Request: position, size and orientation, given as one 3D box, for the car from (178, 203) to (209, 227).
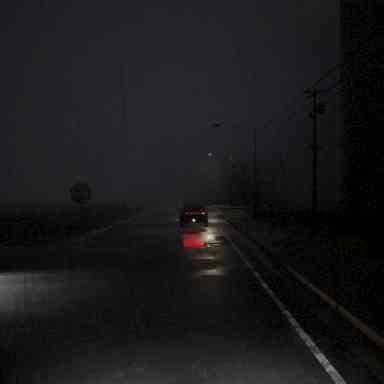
[{"bbox_3d":[0.111,1.501,22.959,1.837,1.490,4.892,0,0,0],"label":"car"}]
